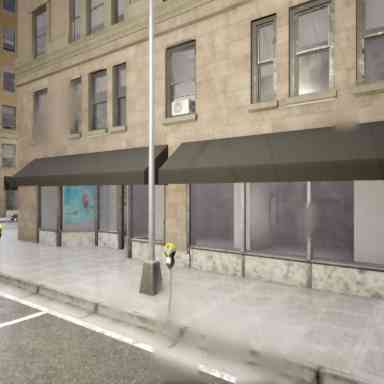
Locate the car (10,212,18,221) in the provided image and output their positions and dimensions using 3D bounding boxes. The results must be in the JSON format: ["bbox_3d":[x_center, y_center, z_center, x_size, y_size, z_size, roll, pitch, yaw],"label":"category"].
[{"bbox_3d":[-11.158,1.636,26.110,2.033,1.411,5.357,0,0,36],"label":"car"}]
